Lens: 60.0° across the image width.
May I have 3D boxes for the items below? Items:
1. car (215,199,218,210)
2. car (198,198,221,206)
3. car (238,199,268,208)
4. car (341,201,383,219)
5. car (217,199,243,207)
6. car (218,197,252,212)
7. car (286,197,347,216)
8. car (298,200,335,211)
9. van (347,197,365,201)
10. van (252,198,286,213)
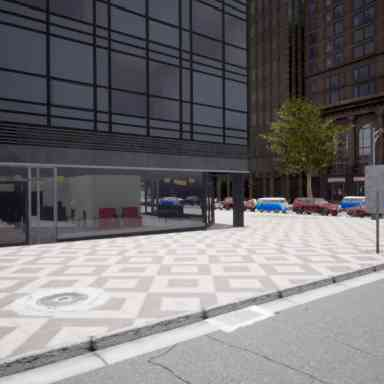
[{"bbox_3d":[2.884,1.915,48.311,2.008,1.369,4.403,-1,0,-35],"label":"car"},{"bbox_3d":[3.252,1.930,62.513,2.008,1.369,4.403,-1,0,-35],"label":"car"},{"bbox_3d":[9.731,1.804,53.393,1.752,1.417,4.829,-1,0,-35],"label":"car"},{"bbox_3d":[16.043,1.728,29.790,1.802,1.307,4.206,-1,0,-35],"label":"car"},{"bbox_3d":[6.540,1.873,57.884,1.887,1.381,4.507,-1,0,-35],"label":"car"},{"bbox_3d":[6.169,1.627,43.680,2.192,1.841,5.009,-1,0,-35],"label":"car"},{"bbox_3d":[12.747,1.518,34.419,2.192,1.841,5.009,-1,0,-35],"label":"car"},{"bbox_3d":[16.408,1.737,43.995,1.947,1.339,4.313,-1,0,-35],"label":"car"},{"bbox_3d":[19.692,1.457,39.364,1.690,1.788,3.998,-1,0,-35],"label":"van"},{"bbox_3d":[9.458,1.600,39.050,1.690,1.788,3.998,-1,0,-35],"label":"van"}]
